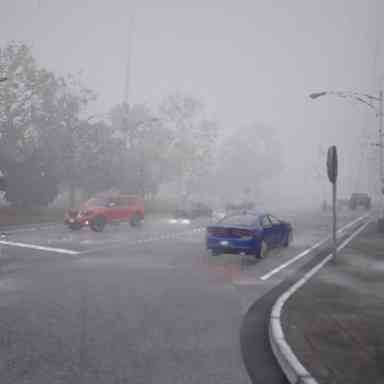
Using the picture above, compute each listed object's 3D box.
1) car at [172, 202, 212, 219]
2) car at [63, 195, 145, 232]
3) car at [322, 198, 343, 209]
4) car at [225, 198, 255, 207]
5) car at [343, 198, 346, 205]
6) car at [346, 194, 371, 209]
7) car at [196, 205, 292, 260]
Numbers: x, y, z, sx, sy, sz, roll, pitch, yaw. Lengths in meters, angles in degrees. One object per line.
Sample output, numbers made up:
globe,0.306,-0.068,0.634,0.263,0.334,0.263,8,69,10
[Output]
car,0.094,1.559,29.019,1.994,1.385,4.181,0,0,32
car,-5.238,1.216,20.645,2.150,2.045,5.566,0,0,30
car,19.063,1.522,45.615,1.812,1.442,4.674,0,0,32
car,5.435,1.472,37.461,1.882,1.535,5.008,0,0,32
car,24.557,1.597,54.293,1.895,1.301,4.718,0,0,32
car,22.642,1.219,44.696,2.150,2.045,5.566,0,0,32
car,2.346,1.476,12.691,1.882,1.535,5.008,0,0,32
